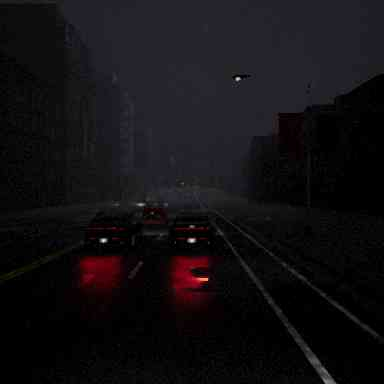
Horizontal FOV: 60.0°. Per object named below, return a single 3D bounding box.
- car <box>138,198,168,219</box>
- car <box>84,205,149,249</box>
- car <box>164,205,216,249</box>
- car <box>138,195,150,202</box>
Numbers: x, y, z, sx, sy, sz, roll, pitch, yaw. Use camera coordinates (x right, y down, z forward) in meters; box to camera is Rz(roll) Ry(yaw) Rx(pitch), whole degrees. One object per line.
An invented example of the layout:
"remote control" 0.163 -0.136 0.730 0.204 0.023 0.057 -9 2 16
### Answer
"car" -3.250 1.569 29.658 1.882 1.535 5.008 0 0 0
"car" -3.250 1.537 14.654 1.837 1.490 4.892 0 0 0
"car" 0.000 1.537 14.654 1.837 1.490 4.892 0 0 0
"car" -9.750 1.400 68.559 2.097 1.767 4.553 0 0 0
